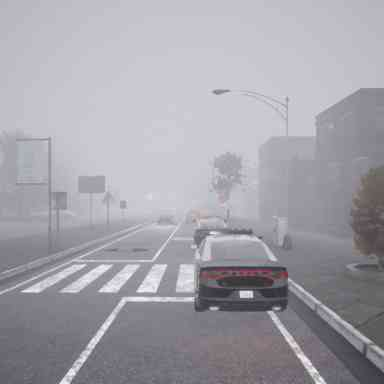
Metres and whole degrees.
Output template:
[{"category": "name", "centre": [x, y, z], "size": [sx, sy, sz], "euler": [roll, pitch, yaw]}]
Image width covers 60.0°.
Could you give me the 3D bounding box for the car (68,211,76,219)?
[{"category": "car", "centre": [-21.741, 3.632, 52.710], "size": [5.008, 1.535, 2.097], "euler": [0, -2, 0]}]

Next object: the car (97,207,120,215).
[{"category": "car", "centre": [-21.561, 4.965, 84.316], "size": [5.008, 1.535, 2.097], "euler": [0, -2, 0]}]

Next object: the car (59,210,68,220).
[{"category": "car", "centre": [-21.747, 3.495, 49.440], "size": [4.892, 1.521, 2.231], "euler": [0, -2, 0]}]

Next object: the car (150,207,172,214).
[{"category": "car", "centre": [-8.466, 5.087, 87.008], "size": [4.892, 1.521, 2.231], "euler": [0, -3, 0]}]

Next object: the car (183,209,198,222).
[{"category": "car", "centre": [0.209, 3.278, 46.665], "size": [2.097, 1.767, 4.553], "euler": [0, -2, 1]}]

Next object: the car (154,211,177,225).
[{"category": "car", "centre": [-3.188, 3.278, 40.687], "size": [1.895, 1.301, 4.718], "euler": [0, -2, 0]}]

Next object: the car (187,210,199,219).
[{"category": "car", "centre": [0.252, 4.033, 60.097], "size": [2.033, 1.411, 5.357], "euler": [0, -2, 0]}]

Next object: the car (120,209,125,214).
[{"category": "car", "centre": [-21.542, 5.219, 89.878], "size": [5.008, 1.535, 2.097], "euler": [0, -3, 0]}]

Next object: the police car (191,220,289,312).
[{"category": "police car", "centre": [0.999, 1.766, 8.664], "size": [1.930, 1.638, 5.238], "euler": [0, -2, 0]}]

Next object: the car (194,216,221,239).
[{"category": "car", "centre": [1.063, 2.527, 24.551], "size": [1.812, 1.442, 4.674], "euler": [0, -2, 0]}]

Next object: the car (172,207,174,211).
[{"category": "car", "centre": [-8.486, 4.964, 89.818], "size": [5.566, 2.045, 2.435], "euler": [0, -3, 0]}]

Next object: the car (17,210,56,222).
[{"category": "car", "centre": [-21.767, 3.397, 46.165], "size": [4.674, 1.452, 2.002], "euler": [0, -2, 0]}]

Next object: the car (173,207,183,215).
[{"category": "car", "centre": [-2.895, 4.773, 82.586], "size": [2.097, 1.767, 4.553], "euler": [0, -2, 0]}]

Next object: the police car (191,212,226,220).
[{"category": "police car", "centre": [1.036, 2.179, 18.665], "size": [1.930, 1.638, 5.238], "euler": [0, -2, 0]}]
